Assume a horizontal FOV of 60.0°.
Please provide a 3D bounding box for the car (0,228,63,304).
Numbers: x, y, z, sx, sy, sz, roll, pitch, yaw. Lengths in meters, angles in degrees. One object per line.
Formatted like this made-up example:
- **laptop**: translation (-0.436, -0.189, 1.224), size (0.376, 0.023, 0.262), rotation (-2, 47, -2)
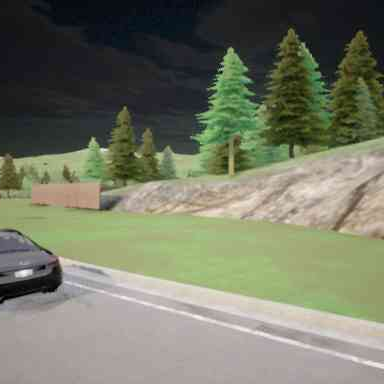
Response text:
- **car**: translation (-4.820, 1.545, 7.714), size (4.181, 1.385, 1.994), rotation (0, 0, 39)
